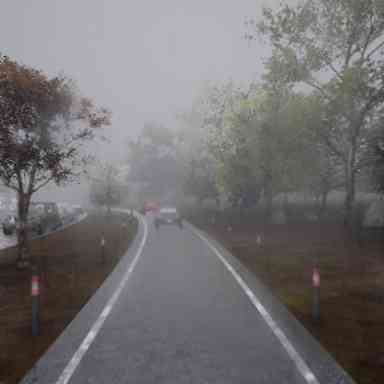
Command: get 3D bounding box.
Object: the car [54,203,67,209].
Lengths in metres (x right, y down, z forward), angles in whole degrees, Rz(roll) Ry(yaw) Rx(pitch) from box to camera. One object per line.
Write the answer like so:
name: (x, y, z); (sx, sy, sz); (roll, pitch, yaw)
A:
car: (-31.525, 3.373, 79.750); (2.002, 1.452, 4.674); (1, -2, -33)

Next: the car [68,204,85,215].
car: (-16.696, 2.497, 48.205); (2.097, 1.535, 5.008); (0, -1, -18)

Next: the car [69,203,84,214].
car: (-18.826, 2.648, 54.161); (2.231, 1.521, 4.892); (0, -2, -20)

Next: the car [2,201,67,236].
car: (-10.264, 1.659, 21.759); (2.435, 2.045, 5.566); (2, -2, -9)

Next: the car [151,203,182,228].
car: (-1.771, 1.751, 23.928); (1.812, 1.442, 4.674); (0, -1, -8)

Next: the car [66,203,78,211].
car: (-23.534, 2.983, 65.130); (2.002, 1.452, 4.674); (0, -1, -25)

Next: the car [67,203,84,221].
car: (-12.321, 2.148, 32.777); (2.231, 1.521, 4.892); (2, -2, -11)

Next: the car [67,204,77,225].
car: (-11.202, 2.029, 27.299); (2.231, 1.521, 4.892); (2, -2, -11)

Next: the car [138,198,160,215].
car: (-5.209, 1.728, 40.624); (2.150, 2.045, 5.566); (0, -1, -16)

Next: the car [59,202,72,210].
car: (-28.306, 3.169, 74.521); (2.097, 1.535, 5.008); (-2, -1, -27)

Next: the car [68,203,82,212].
car: (-20.989, 2.799, 59.443); (2.097, 1.535, 5.008); (0, -2, -23)
